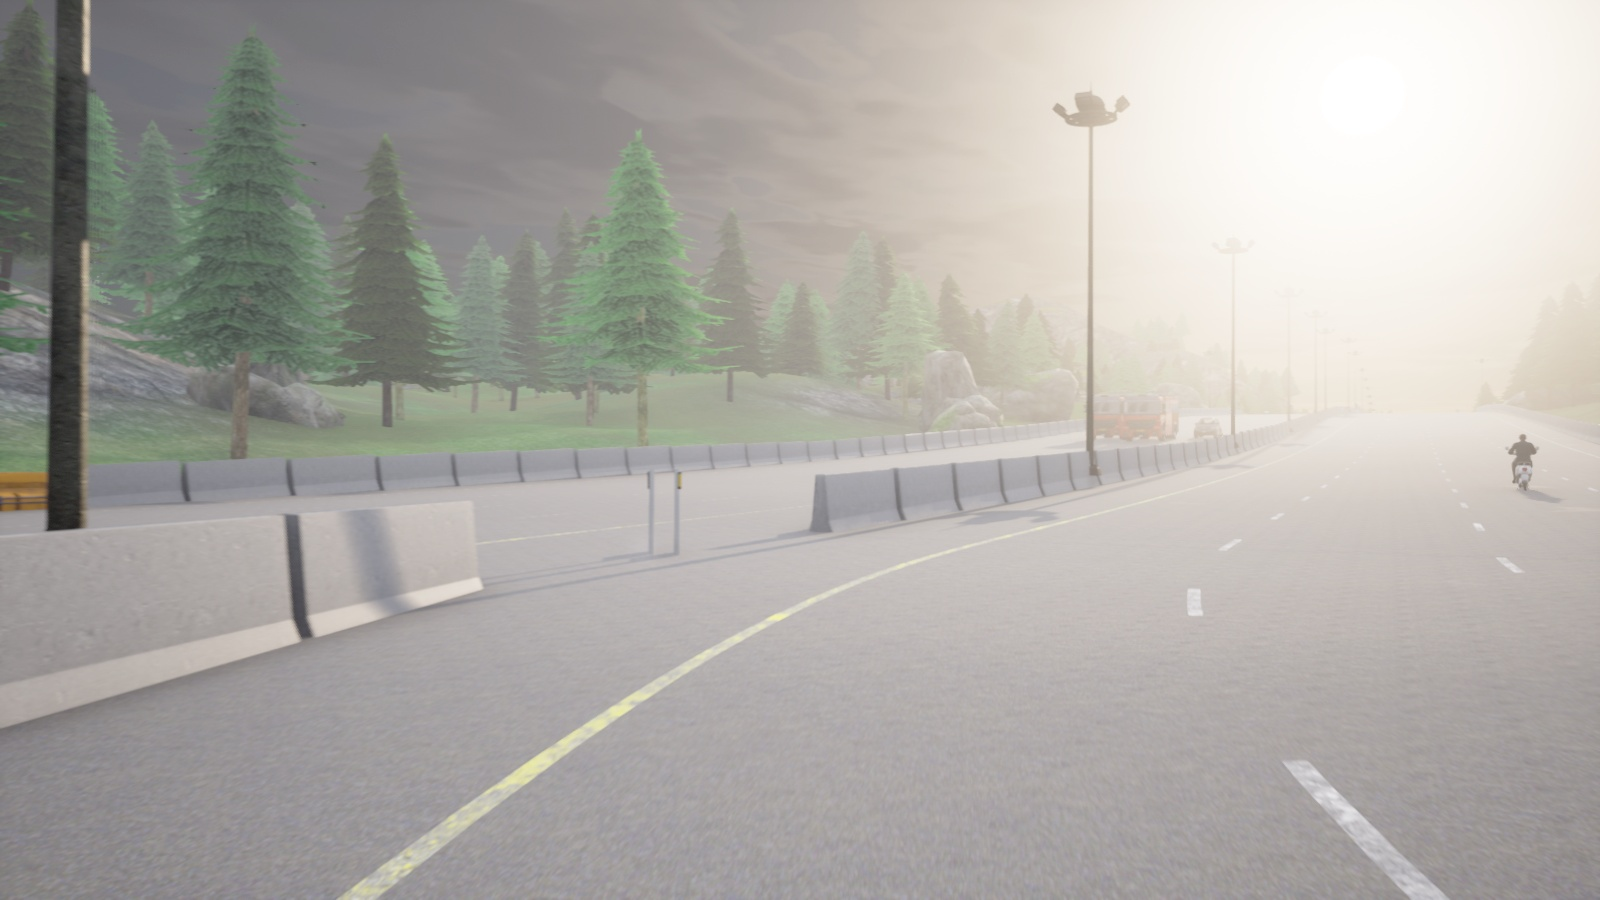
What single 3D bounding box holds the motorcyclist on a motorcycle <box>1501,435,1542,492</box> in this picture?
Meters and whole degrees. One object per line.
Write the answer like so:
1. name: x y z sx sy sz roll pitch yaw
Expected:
1. motorcyclist on a motorcycle: 20.604 0.366 35.890 0.866 1.590 1.817 0 1 26
